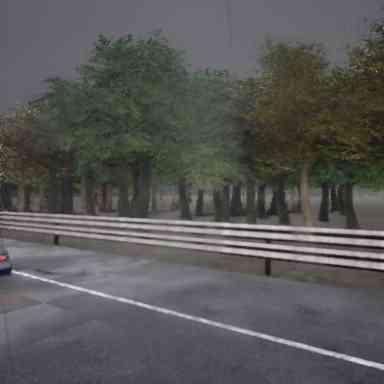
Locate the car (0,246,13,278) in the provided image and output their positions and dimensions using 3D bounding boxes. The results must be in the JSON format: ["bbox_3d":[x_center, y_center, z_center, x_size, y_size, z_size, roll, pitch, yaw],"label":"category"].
[{"bbox_3d":[-6.890,1.649,8.890,5.357,1.411,2.033,-1,0,36],"label":"car"}]
